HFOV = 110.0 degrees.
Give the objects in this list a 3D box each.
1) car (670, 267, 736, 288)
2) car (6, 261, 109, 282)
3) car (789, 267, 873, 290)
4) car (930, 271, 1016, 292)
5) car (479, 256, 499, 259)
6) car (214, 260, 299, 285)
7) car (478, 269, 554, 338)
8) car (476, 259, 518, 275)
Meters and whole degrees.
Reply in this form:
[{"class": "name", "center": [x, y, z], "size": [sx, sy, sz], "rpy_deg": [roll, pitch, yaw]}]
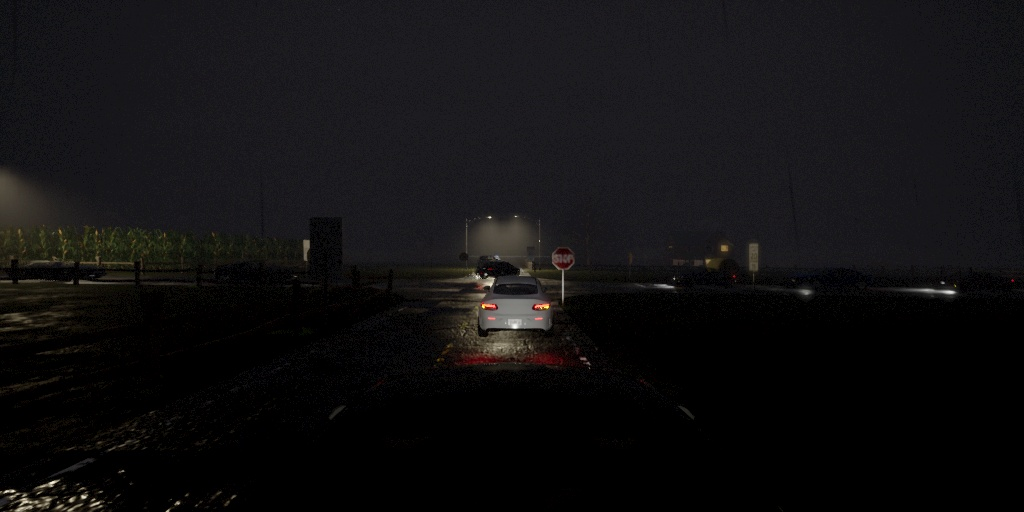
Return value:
[{"class": "car", "center": [13.671, 1.495, 25.778], "size": [4.181, 1.385, 1.994], "rpy_deg": [1, 1, 1]}, {"class": "car", "center": [-29.800, 0.961, 23.625], "size": [4.718, 1.301, 1.895], "rpy_deg": [1, 1, 1]}, {"class": "car", "center": [22.661, 1.540, 25.619], "size": [5.008, 1.535, 1.882], "rpy_deg": [1, 1, 1]}, {"class": "car", "center": [32.621, 1.777, 25.435], "size": [4.181, 1.385, 1.994], "rpy_deg": [1, 1, 1]}, {"class": "car", "center": [-2.815, 0.960, 41.158], "size": [2.150, 2.045, 5.566], "rpy_deg": [0, 0, 0]}, {"class": "car", "center": [-16.578, 1.037, 23.407], "size": [4.902, 1.511, 2.128], "rpy_deg": [1, 1, 0]}, {"class": "car", "center": [0.136, 1.273, 10.104], "size": [1.812, 1.442, 4.674], "rpy_deg": [0, 0, 2]}, {"class": "car", "center": [-0.969, 1.222, 30.422], "size": [1.837, 1.490, 4.892], "rpy_deg": [2, 0, 27]}]
